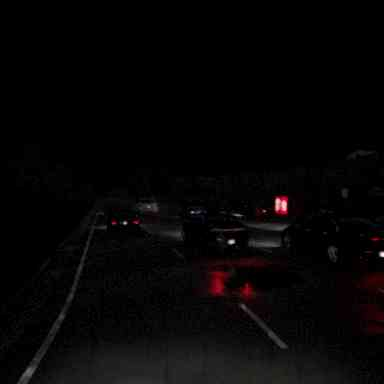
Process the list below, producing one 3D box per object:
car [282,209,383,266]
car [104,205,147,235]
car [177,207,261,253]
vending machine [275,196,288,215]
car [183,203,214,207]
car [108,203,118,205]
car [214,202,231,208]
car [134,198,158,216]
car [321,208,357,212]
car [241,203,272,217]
[{"bbox_3d":[5.025,1.584,12.038,1.837,1.490,4.892,0,-1,-13],"label":"car"},{"bbox_3d":[-4.335,1.799,20.741,2.033,1.411,5.357,0,-1,-15],"label":"car"},{"bbox_3d":[0.860,1.633,14.481,2.128,1.511,4.902,0,-1,-14],"label":"car"},{"bbox_3d":[9.956,1.484,36.863,1.100,2.100,0.880,0,-1,-15],"label":"vending machine"},{"bbox_3d":[0.003,1.872,31.633,2.033,1.411,5.357,0,-1,-15],"label":"car"},{"bbox_3d":[-9.484,2.059,40.031,1.994,1.385,4.181,0,-1,-15],"label":"car"},{"bbox_3d":[2.662,1.842,35.237,1.837,1.490,4.892,0,-1,-15],"label":"car"},{"bbox_3d":[-5.235,1.654,37.681,2.150,2.045,5.566,0,-1,-15],"label":"car"},{"bbox_3d":[7.346,1.606,17.553,2.128,1.511,4.902,0,-1,-15],"label":"car"},{"bbox_3d":[6.525,1.857,34.335,1.994,1.385,4.181,0,-1,-15],"label":"car"}]
